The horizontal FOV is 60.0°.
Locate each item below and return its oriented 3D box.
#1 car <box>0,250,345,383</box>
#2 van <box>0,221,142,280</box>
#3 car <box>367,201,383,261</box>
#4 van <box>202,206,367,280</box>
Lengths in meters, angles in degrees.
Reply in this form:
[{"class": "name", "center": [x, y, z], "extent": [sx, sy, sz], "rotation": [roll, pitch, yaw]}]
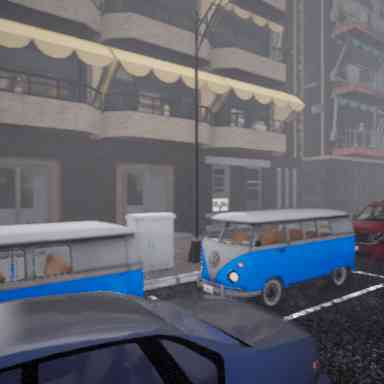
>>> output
[{"class": "car", "center": [-1.314, 1.547, 2.133], "extent": [5.357, 1.411, 2.033], "rotation": [0, 0, -35]}, {"class": "van", "center": [-2.575, 1.339, 4.255], "extent": [3.998, 1.788, 1.690], "rotation": [-1, 1, -35]}, {"class": "car", "center": [6.613, 1.230, 10.799], "extent": [5.009, 1.841, 2.192], "rotation": [-1, 1, -35]}, {"class": "van", "center": [2.019, 1.297, 7.527], "extent": [3.998, 1.788, 1.690], "rotation": [-1, 1, -35]}]
